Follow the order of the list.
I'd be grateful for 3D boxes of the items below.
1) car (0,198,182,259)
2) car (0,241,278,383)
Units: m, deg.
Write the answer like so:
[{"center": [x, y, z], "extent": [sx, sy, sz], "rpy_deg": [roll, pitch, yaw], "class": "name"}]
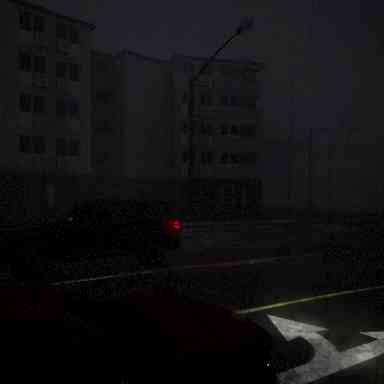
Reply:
[{"center": [-3.013, 1.221, 10.102], "extent": [5.566, 2.045, 2.150], "rpy_deg": [0, 0, -29], "class": "car"}, {"center": [-1.496, 1.478, 2.534], "extent": [5.008, 1.535, 1.882], "rpy_deg": [0, 0, -34], "class": "car"}]
